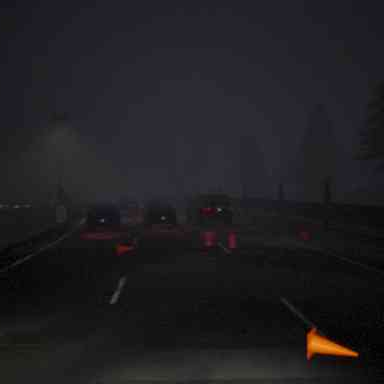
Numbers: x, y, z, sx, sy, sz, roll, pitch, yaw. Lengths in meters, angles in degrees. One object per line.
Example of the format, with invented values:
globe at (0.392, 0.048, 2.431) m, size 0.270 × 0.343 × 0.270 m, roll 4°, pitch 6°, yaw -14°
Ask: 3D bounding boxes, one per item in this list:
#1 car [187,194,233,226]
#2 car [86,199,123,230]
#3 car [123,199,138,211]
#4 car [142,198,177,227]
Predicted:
car at (1.133, 1.162, 23.150) m, size 2.150 × 2.045 × 5.566 m, roll 0°, pitch 0°, yaw -12°
car at (-5.482, 1.431, 20.884) m, size 1.882 × 1.535 × 5.008 m, roll 0°, pitch 0°, yaw -12°
car at (-7.735, 1.472, 39.649) m, size 1.994 × 1.385 × 4.181 m, roll 0°, pitch 0°, yaw -22°
car at (-2.273, 1.422, 22.510) m, size 1.882 × 1.535 × 5.008 m, roll 0°, pitch 0°, yaw -12°
